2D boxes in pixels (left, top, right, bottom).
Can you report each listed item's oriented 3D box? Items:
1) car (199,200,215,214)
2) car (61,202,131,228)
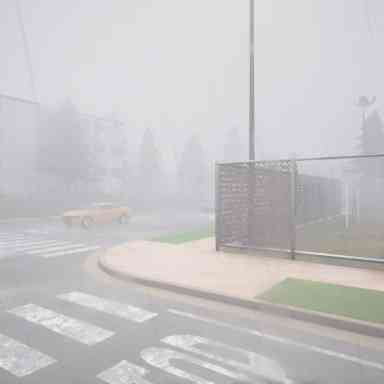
[{"bbox_3d":[2.854,1.529,35.373,2.033,1.411,5.357,0,0,36],"label":"car"},{"bbox_3d":[-6.308,1.460,22.414,1.882,1.535,5.008,0,0,35],"label":"car"}]
